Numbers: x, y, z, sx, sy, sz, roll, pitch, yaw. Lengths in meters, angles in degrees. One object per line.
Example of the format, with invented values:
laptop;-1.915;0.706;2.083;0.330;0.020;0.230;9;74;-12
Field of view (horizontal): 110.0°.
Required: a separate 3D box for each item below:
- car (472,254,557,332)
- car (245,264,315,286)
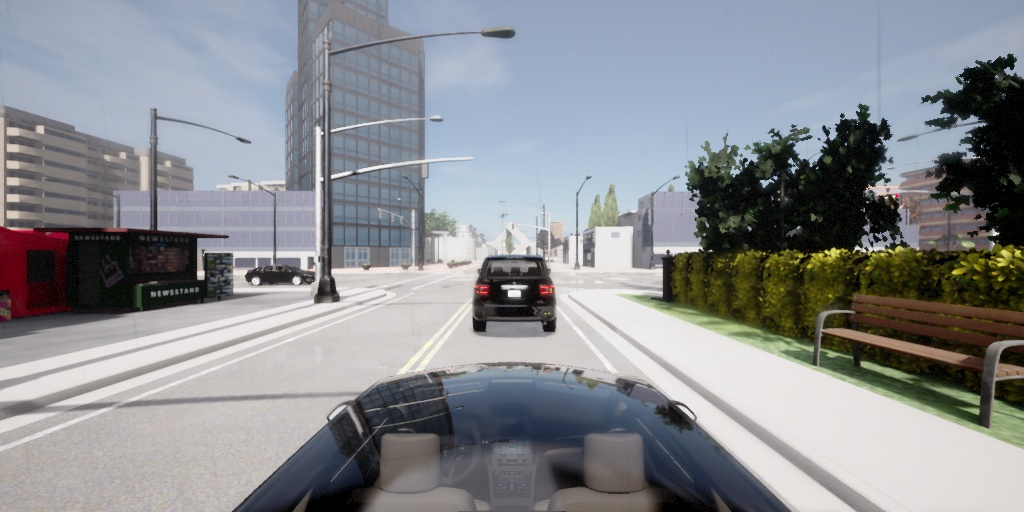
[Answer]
car;0.075;0.970;11.036;2.150;2.045;5.566;0;0;0
car;-16.638;1.358;26.130;4.892;1.490;1.837;-1;0;0
